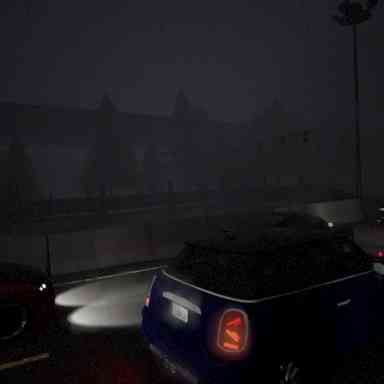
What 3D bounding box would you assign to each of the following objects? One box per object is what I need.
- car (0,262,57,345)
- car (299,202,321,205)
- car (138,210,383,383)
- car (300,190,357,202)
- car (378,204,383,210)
[{"bbox_3d":[-4.303,1.565,4.983,4.181,1.385,1.994,0,0,-35],"label":"car"},{"bbox_3d":[3.068,1.321,10.304,5.008,1.535,1.882,-3,1,-36],"label":"car"},{"bbox_3d":[1.592,1.313,4.915,4.553,1.767,2.097,-1,1,-36],"label":"car"},{"bbox_3d":[9.934,0.623,24.161,5.008,1.535,1.882,-3,1,-31],"label":"car"},{"bbox_3d":[10.689,0.864,15.825,4.902,1.511,2.128,-4,2,-36],"label":"car"}]
